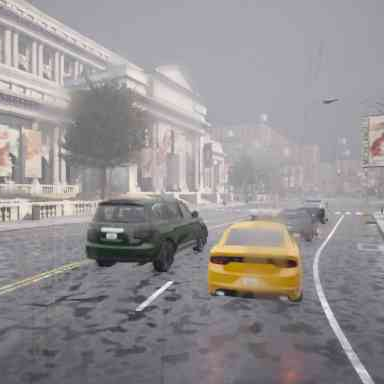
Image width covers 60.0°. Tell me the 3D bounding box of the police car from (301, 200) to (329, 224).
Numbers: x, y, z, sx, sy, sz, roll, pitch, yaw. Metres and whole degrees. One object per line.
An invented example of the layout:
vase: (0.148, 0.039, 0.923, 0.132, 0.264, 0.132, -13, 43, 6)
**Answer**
police car: (9.169, 1.425, 25.099, 1.930, 1.638, 5.238, 0, 0, 27)

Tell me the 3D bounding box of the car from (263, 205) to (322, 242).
car: (5.162, 1.564, 16.744, 1.994, 1.385, 4.181, 0, 0, 26)

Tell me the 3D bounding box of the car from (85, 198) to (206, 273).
car: (-1.182, 1.222, 11.068, 2.150, 2.045, 5.566, 0, 0, 19)

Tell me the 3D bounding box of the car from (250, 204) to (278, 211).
car: (6.290, 1.600, 26.949, 1.895, 1.301, 4.718, 0, 0, 28)

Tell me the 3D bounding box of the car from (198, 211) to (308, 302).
car: (1.700, 1.478, 8.446, 1.882, 1.535, 5.008, 0, 0, 15)
